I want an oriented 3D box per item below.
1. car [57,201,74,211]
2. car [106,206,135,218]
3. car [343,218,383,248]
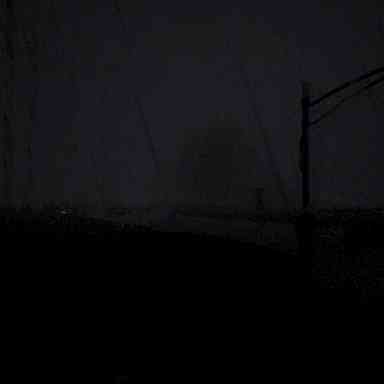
[{"bbox_3d":[-22.079,2.371,58.224,2.097,1.767,4.553,-1,-1,-36],"label":"car"},{"bbox_3d":[-8.490,2.303,39.286,1.895,1.301,4.718,-1,0,-36],"label":"car"},{"bbox_3d":[9.034,1.878,14.850,1.994,1.385,4.181,-1,0,-36],"label":"car"}]
